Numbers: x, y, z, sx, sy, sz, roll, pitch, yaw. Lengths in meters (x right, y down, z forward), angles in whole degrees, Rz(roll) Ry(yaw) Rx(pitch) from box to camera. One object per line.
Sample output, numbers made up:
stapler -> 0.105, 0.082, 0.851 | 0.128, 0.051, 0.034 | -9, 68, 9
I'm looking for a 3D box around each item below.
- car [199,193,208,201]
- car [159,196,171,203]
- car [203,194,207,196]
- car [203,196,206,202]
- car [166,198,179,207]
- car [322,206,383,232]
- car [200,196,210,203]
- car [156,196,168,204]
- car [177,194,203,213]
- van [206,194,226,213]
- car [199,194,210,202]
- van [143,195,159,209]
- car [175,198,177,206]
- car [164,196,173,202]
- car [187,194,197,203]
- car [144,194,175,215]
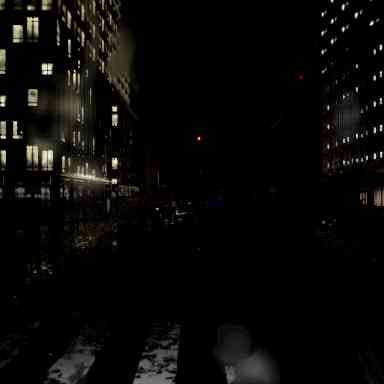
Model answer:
car -> 2.833, 1.309, 85.728 | 2.192, 1.841, 5.009 | 0, 0, 0
car -> -5.626, 1.548, 69.148 | 2.008, 1.369, 4.403 | 0, 0, 0
car -> 2.730, 1.313, 63.571 | 2.192, 1.841, 5.009 | 0, 0, 0
car -> 2.650, 1.544, 41.417 | 1.887, 1.381, 4.507 | 0, 0, 0
car -> -3.101, 1.600, 53.420 | 1.895, 1.301, 4.718 | 0, 0, 0
car -> 10.424, 1.616, 20.127 | 4.892, 1.490, 1.837 | 0, 0, 1
car -> 2.755, 1.542, 69.110 | 1.887, 1.381, 4.507 | 0, 0, 0
car -> -5.651, 1.564, 63.609 | 1.947, 1.339, 4.313 | 0, 0, 0
car -> -0.132, 1.223, 36.723 | 2.150, 2.045, 5.566 | 0, 0, 2
van -> 2.715, 1.341, 35.878 | 1.690, 1.788, 3.998 | 0, 0, 0
car -> 2.781, 1.311, 74.650 | 2.192, 1.841, 5.009 | 0, 0, 0
van -> -5.727, 1.340, 46.992 | 1.690, 1.788, 3.998 | 0, 0, 0
car -> -3.155, 1.525, 43.347 | 1.812, 1.442, 4.674 | 0, 0, 0
car -> -5.574, 1.577, 80.227 | 1.802, 1.307, 4.206 | 0, 0, 0
car -> 0.079, 1.352, 72.800 | 2.097, 1.767, 4.553 | 0, 0, 0
car -> -3.200, 1.222, 33.569 | 2.150, 2.045, 5.566 | 0, 0, 0
